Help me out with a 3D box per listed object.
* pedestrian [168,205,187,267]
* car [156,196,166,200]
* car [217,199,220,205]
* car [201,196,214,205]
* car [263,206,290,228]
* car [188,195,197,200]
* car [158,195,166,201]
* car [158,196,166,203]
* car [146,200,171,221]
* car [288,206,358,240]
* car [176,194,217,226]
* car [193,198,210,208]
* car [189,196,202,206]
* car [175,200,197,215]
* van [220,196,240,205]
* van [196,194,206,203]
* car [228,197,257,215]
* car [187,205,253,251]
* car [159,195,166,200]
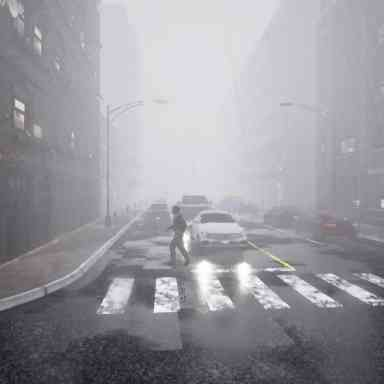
[{"bbox_3d":[-0.436,1.291,9.930,0.375,1.860,0.375,0,1,-5],"label":"pedestrian"},{"bbox_3d":[-4.099,1.541,43.452,1.887,1.381,4.507,0,0,-5],"label":"car"},{"bbox_3d":[4.253,1.563,44.145,1.947,1.339,4.313,0,0,-5],"label":"car"},{"bbox_3d":[2.843,1.527,60.825,1.752,1.417,4.829,0,0,-5],"label":"car"},{"bbox_3d":[6.114,1.562,22.130,1.947,1.339,4.313,0,0,-5],"label":"car"},{"bbox_3d":[0.068,1.568,93.679,2.008,1.369,4.403,-1,0,-5],"label":"car"},{"bbox_3d":[-7.819,1.579,87.482,1.947,1.339,4.313,0,0,-5],"label":"car"},{"bbox_3d":[-6.411,1.530,70.802,1.752,1.417,4.829,0,0,-5],"label":"car"},{"bbox_3d":[-2.704,1.560,26.940,1.947,1.339,4.313,0,0,-5],"label":"car"},{"bbox_3d":[6.579,1.578,16.626,1.802,1.307,4.206,0,0,-5],"label":"car"},{"bbox_3d":[0.137,1.216,24.091,2.150,2.045,5.566,0,0,-5],"label":"car"},{"bbox_3d":[1.343,1.598,47.923,1.895,1.301,4.718,0,0,-5],"label":"car"},{"bbox_3d":[0.509,1.505,57.708,1.837,1.490,4.892,0,0,-5],"label":"car"},{"bbox_3d":[-0.690,1.559,34.095,1.994,1.385,4.181,0,0,-5],"label":"car"},{"bbox_3d":[4.717,1.337,38.641,1.690,1.788,3.998,0,0,-5],"label":"van"},{"bbox_3d":[1.926,1.347,71.664,1.690,1.788,3.998,-1,0,-5],"label":"van"},{"bbox_3d":[5.183,1.541,33.137,1.887,1.381,4.507,0,0,-5],"label":"car"},{"bbox_3d":[0.984,1.522,14.238,1.812,1.442,4.674,0,0,-5],"label":"car"},{"bbox_3d":[-8.284,1.561,92.986,1.887,1.381,4.507,0,0,-5],"label":"car"}]
